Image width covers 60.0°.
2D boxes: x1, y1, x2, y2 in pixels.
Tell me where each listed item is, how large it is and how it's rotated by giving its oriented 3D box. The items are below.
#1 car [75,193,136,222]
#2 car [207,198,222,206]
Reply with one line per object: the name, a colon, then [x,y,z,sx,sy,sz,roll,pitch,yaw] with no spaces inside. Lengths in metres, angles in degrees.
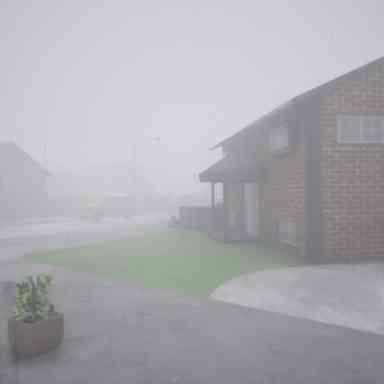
car: [-7.373,1.407,28.931,2.150,2.045,5.566,-1,0,36]
car: [3.606,1.751,44.184,1.994,1.385,4.181,-1,0,36]
